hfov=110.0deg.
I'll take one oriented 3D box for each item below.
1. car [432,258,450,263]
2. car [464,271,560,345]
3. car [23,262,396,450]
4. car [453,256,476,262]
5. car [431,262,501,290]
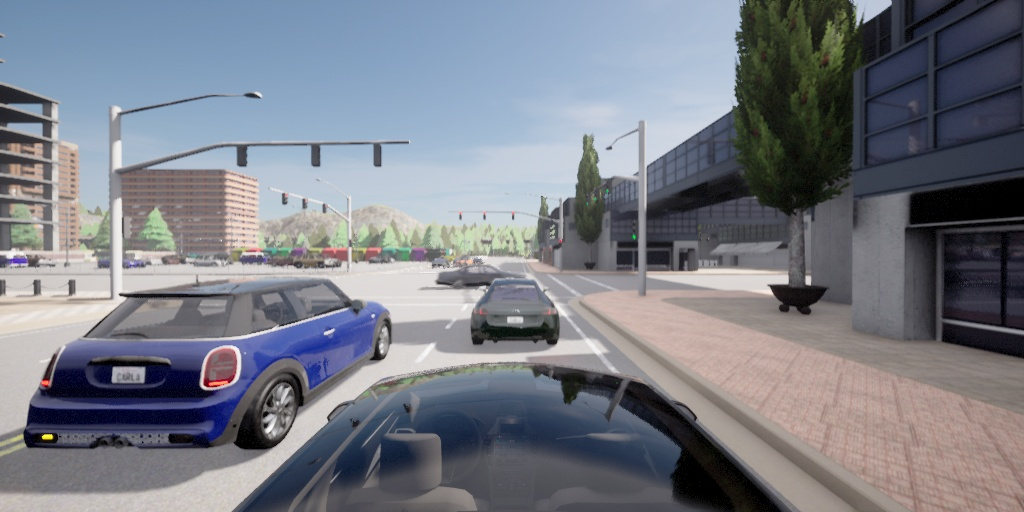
[{"bbox_3d":[-10.545,0.996,53.417,2.033,1.411,5.357,0,0,2],"label":"car"},{"bbox_3d":[0.069,1.269,9.366,1.994,1.385,4.181,0,0,0],"label":"car"},{"bbox_3d":[-3.442,1.081,5.358,2.097,1.767,4.553,0,0,0],"label":"car"},{"bbox_3d":[-7.047,0.802,53.286,2.097,1.767,4.553,0,0,2],"label":"car"},{"bbox_3d":[-1.713,1.203,20.863,5.357,1.411,2.033,0,0,-3],"label":"car"}]
